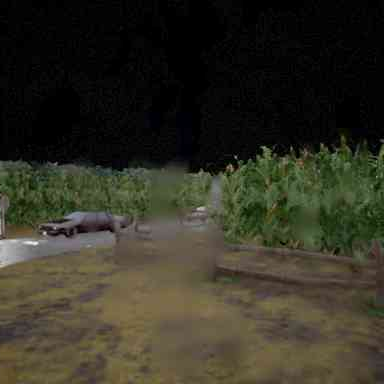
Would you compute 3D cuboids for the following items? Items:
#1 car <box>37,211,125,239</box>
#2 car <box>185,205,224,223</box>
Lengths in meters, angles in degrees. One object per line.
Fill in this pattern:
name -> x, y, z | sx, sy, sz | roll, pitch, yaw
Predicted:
car -> -6.152, 1.811, 19.547 | 2.033, 1.411, 5.357 | -2, -2, 36
car -> 1.246, 1.941, 29.854 | 1.812, 1.442, 4.674 | -2, -2, 35
